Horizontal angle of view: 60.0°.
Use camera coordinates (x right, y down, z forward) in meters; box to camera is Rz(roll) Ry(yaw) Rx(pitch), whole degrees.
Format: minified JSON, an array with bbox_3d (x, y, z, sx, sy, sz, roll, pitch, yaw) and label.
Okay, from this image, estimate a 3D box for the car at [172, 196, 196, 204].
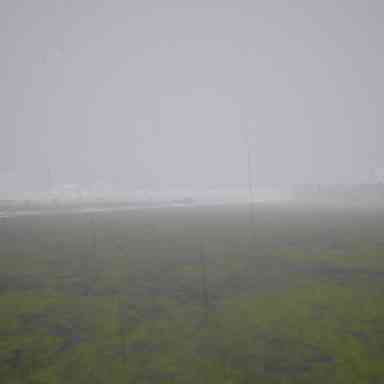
[{"bbox_3d":[-1.372,1.475,61.121,2.033,1.411,5.357,1,0,34],"label":"car"}]
